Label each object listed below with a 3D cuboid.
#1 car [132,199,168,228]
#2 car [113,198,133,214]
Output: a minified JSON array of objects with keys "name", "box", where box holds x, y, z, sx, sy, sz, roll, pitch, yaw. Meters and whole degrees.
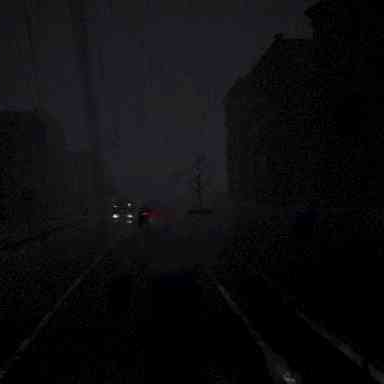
[{"name":"car","box":[-2.635,1.515,22.540,2.128,1.511,4.902,-2,0,-6]},{"name":"car","box":[-7.970,1.524,38.913,2.097,1.767,4.553,-2,0,-6]}]
